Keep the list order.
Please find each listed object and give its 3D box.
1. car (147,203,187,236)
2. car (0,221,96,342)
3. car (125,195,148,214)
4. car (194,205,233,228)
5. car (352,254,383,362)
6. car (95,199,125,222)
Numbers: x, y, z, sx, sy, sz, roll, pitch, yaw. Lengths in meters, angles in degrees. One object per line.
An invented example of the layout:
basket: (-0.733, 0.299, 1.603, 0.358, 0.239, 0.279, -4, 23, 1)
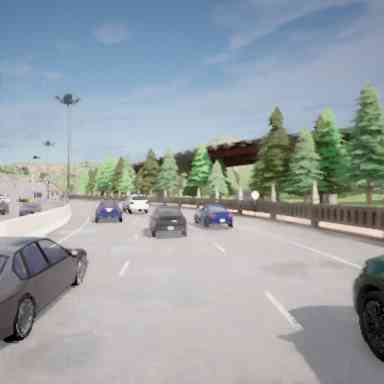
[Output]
car: (-1.433, 1.562, 18.885, 1.837, 1.490, 4.892, 0, 0, -9)
car: (-3.529, 1.582, 6.417, 2.033, 1.411, 5.357, 0, 0, -3)
car: (-6.515, 1.354, 38.143, 2.150, 2.045, 5.566, 0, 0, -20)
car: (1.417, 1.580, 22.575, 1.812, 1.442, 4.674, 0, 0, -11)
car: (3.545, 1.213, 2.730, 2.150, 2.045, 5.566, 0, 0, -1)
car: (-6.970, 1.459, 27.855, 2.097, 1.767, 4.553, 0, 0, -14)
